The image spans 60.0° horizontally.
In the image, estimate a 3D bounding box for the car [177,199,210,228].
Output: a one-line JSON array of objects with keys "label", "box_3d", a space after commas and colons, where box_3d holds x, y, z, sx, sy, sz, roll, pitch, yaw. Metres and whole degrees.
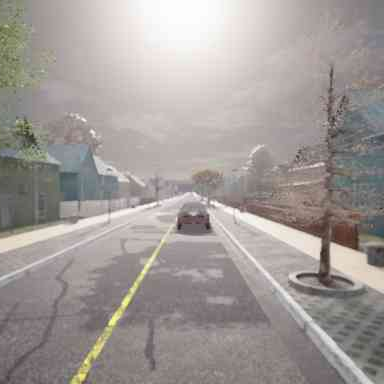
[{"label": "car", "box_3d": [0.099, 1.464, 23.074, 2.097, 1.767, 4.553, 0, 0, 0]}]

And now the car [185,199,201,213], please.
[{"label": "car", "box_3d": [0.098, 1.713, 41.892, 1.837, 1.490, 4.892, 0, 0, 0]}]
